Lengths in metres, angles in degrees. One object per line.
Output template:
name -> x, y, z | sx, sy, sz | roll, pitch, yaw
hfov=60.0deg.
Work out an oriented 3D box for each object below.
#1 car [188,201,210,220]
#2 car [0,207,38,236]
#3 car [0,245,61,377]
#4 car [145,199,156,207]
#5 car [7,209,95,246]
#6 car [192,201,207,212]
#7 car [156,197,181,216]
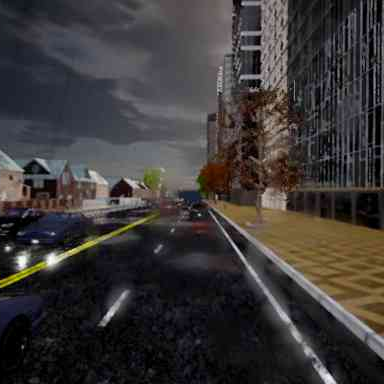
car -> 0.713, 1.838, 32.187 | 1.837, 1.490, 4.892 | 0, -1, 1
car -> -9.512, 1.596, 18.220 | 2.128, 1.511, 4.902 | 0, -1, 1
car -> -3.131, 1.549, 2.542 | 2.033, 1.411, 5.357 | 0, -1, 1
car -> -8.414, 2.222, 68.507 | 1.812, 1.442, 4.674 | 0, -1, 1
car -> -6.309, 1.656, 16.129 | 2.033, 1.411, 5.357 | 0, -1, 1
car -> 1.023, 2.067, 47.811 | 2.033, 1.411, 5.357 | 0, -1, 1
car -> -2.433, 1.722, 37.603 | 2.097, 1.767, 4.553 | 0, -1, 1
